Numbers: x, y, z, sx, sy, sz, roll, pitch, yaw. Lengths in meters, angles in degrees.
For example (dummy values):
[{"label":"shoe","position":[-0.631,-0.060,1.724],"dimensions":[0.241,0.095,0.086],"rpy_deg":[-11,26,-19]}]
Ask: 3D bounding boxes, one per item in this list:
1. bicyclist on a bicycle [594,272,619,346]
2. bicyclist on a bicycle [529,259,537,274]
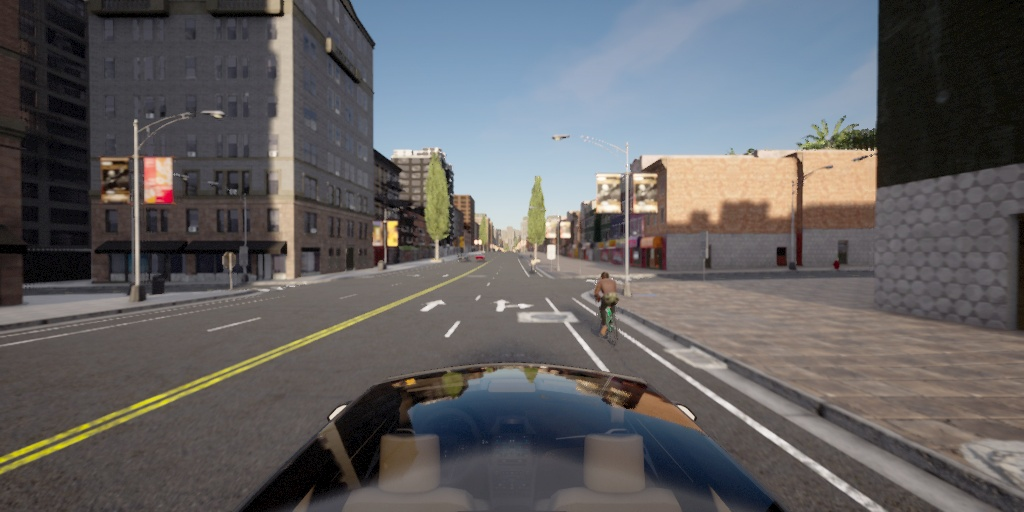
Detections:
[{"label":"bicyclist on a bicycle","position":[2.250,1.207,8.524],"dimensions":[0.582,1.620,1.656],"rpy_deg":[0,0,0]},{"label":"bicyclist on a bicycle","position":[2.239,1.113,37.737],"dimensions":[0.866,1.612,1.509],"rpy_deg":[0,1,0]}]
